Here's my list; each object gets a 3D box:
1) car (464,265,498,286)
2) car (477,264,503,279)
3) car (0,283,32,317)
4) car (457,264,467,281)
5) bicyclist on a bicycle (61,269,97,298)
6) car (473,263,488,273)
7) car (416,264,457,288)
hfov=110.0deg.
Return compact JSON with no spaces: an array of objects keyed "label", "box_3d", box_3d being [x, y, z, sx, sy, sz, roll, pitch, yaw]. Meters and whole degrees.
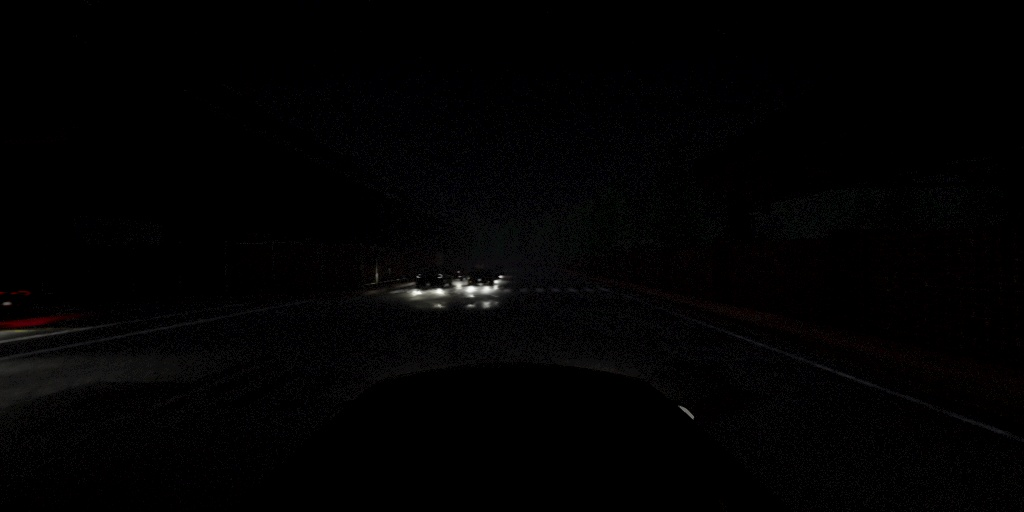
[{"label":"car","box_3d":[-2.477,1.693,29.800,1.994,1.385,4.181,-1,-1,1]},{"label":"car","box_3d":[-2.306,1.759,38.332,1.812,1.442,4.674,-1,-1,1]},{"label":"car","box_3d":[-20.912,1.609,13.157,5.008,1.535,1.882,-1,-1,1]},{"label":"car","box_3d":[-5.840,1.608,36.913,2.097,1.767,4.553,-1,-1,1]},{"label":"bicyclist on a bicycle","box_3d":[-24.743,1.567,20.517,0.582,1.620,1.656,-1,0,2]},{"label":"car","box_3d":[-5.316,2.022,60.513,1.882,1.535,5.008,-1,-1,2]},{"label":"car","box_3d":[-6.016,1.501,28.179,2.097,1.767,4.553,-1,-1,1]}]
